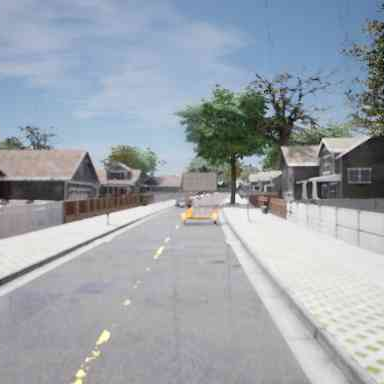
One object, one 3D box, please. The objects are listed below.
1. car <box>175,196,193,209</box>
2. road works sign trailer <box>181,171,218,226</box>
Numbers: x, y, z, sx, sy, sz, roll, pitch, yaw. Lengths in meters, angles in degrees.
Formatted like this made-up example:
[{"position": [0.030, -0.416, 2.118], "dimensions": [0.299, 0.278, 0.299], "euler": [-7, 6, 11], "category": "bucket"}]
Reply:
[{"position": [-0.985, 1.256, 41.575], "dimensions": [2.128, 1.511, 4.902], "euler": [0, 0, 5], "category": "car"}, {"position": [0.525, 0.366, 22.432], "dimensions": [2.380, 3.560, 2.880], "euler": [0, 0, 3], "category": "road works sign trailer"}]
